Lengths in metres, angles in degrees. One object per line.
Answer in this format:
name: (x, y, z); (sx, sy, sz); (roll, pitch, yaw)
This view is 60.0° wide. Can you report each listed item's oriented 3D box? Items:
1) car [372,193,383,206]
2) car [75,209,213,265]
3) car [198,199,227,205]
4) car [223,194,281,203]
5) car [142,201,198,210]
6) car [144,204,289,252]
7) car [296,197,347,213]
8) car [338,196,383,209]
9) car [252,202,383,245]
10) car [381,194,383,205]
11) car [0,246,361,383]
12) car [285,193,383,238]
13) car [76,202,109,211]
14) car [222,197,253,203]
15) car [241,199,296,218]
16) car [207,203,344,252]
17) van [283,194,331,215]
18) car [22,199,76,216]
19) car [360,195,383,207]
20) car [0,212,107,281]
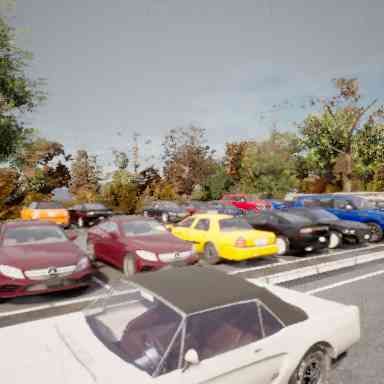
car: (27.858, 0.992, 46.127); (2.185, 1.767, 4.553); (-1, 1, -35)
car: (-1.688, 1.452, 9.878); (2.002, 1.452, 4.674); (0, 0, -35)
car: (0.182, 1.471, 26.547); (2.163, 1.488, 4.792); (0, 0, -35)
car: (4.798, 1.206, 29.803); (2.435, 2.045, 5.566); (0, 0, -35)
car: (-2.045, 1.435, 25.022); (2.231, 1.521, 4.892); (0, 0, -35)
car: (0.516, 1.417, 11.656); (1.946, 1.575, 5.366); (0, 0, -35)
car: (14.116, 1.397, 36.442); (2.163, 1.488, 4.792); (-1, 1, -35)
car: (21.053, 1.243, 41.299); (2.231, 1.521, 4.892); (-1, 1, -35)
car: (5.238, 1.436, 14.766); (2.097, 1.535, 5.008); (0, 0, -35)
car: (30.187, 1.076, 47.726); (2.097, 1.535, 5.008); (-1, 1, -35)
car: (-0.343, 1.599, 3.438); (4.718, 1.301, 1.895); (0, 0, -35)
car: (7.568, 1.192, 16.368); (2.435, 2.045, 5.566); (0, 0, -35)
car: (-6.756, 1.417, 21.687); (2.097, 1.535, 5.008); (0, 0, -35)
car: (2.490, 1.479, 28.174); (2.163, 1.488, 4.792); (0, 0, -35)
car: (7.101, 1.461, 31.454); (2.097, 1.535, 5.008); (0, 0, -35)
car: (2.935, 1.428, 13.129); (2.097, 1.535, 5.008); (0, 0, -35)
van: (11.890, 1.183, 34.689); (1.878, 1.987, 4.442); (-1, 1, -35)
car: (-8.947, 1.284, 20.111); (2.185, 1.767, 4.553); (0, 0, -35)
car: (25.567, 1.159, 44.480); (2.097, 1.535, 5.008); (-1, 1, -35)
car: (-3.997, 1.444, 8.250); (2.002, 1.452, 4.674); (0, 0, -35)
